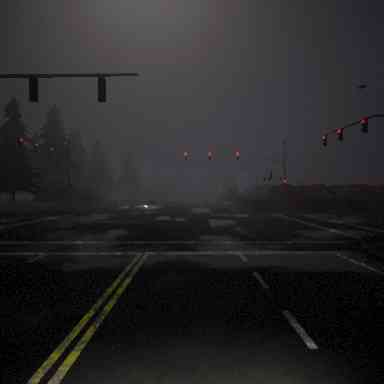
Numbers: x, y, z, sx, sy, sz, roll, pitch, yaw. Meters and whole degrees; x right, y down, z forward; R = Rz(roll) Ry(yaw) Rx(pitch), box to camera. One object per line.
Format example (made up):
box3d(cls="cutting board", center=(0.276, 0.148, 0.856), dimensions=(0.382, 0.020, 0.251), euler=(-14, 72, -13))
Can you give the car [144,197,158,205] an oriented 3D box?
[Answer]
box3d(cls="car", center=(-7.000, 1.495, 57.007), dimensions=(1.994, 1.385, 4.181), euler=(0, 0, 0))
